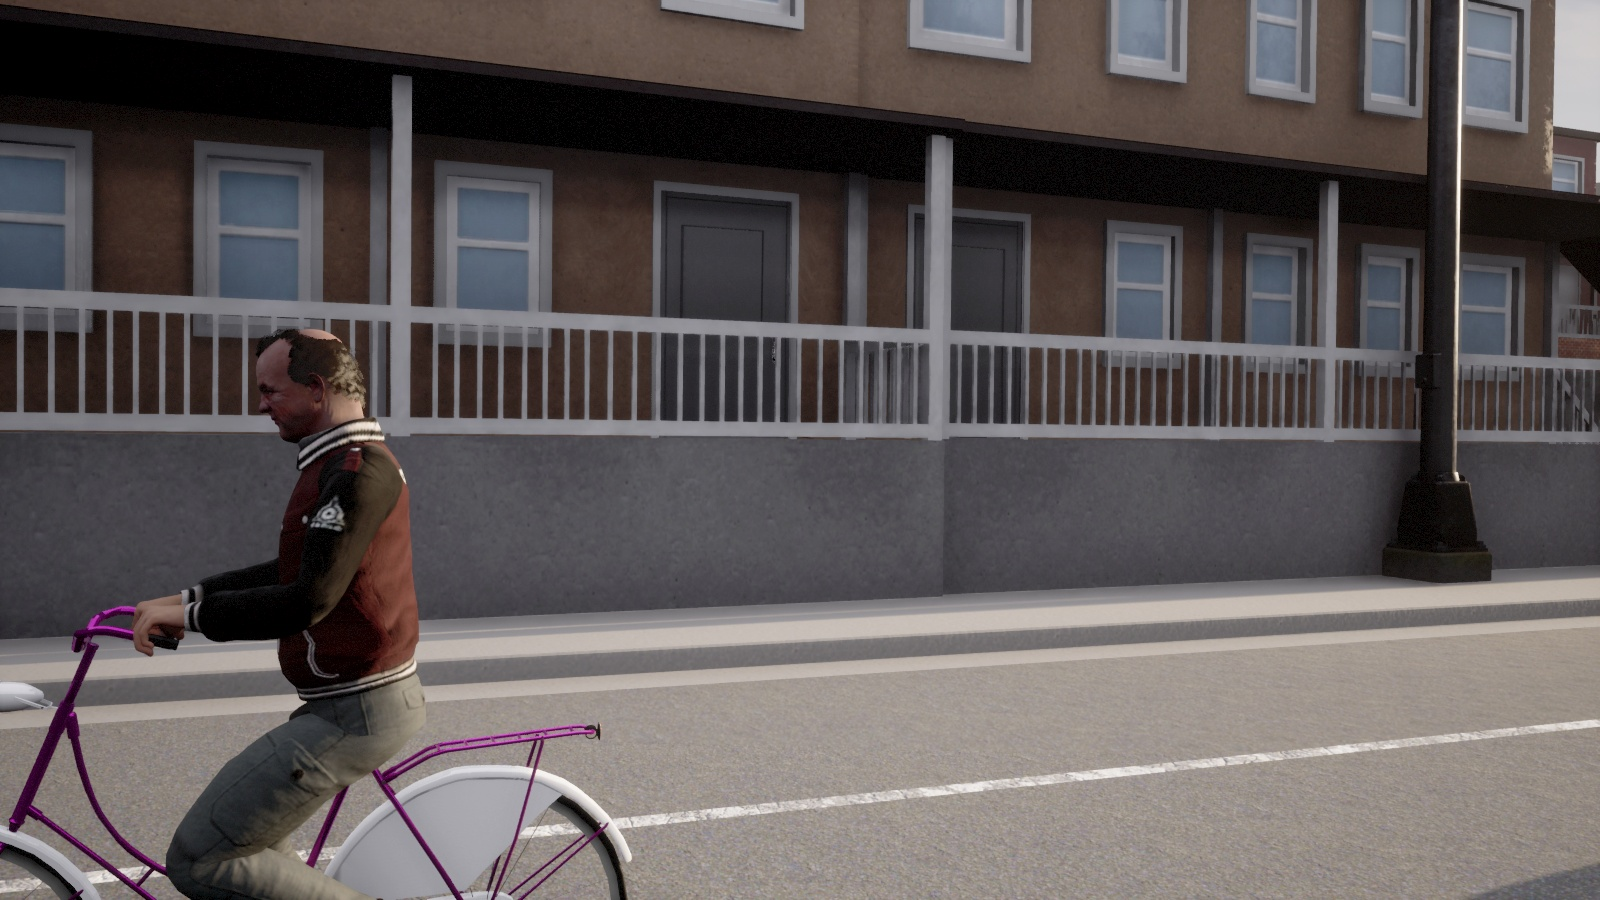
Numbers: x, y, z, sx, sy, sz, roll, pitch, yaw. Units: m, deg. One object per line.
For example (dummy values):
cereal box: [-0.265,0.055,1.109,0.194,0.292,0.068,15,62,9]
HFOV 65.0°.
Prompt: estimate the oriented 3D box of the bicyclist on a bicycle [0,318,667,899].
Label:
bicyclist on a bicycle: [-1.275,0.638,2.753,1.843,1.776,0.659,-1,1,-21]
